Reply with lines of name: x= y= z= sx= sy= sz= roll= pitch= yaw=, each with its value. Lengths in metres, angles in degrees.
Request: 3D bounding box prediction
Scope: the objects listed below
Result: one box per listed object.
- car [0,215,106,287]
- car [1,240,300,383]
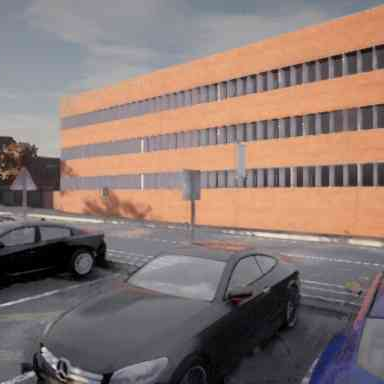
car: x=-4.444 y=1.464 z=8.149 sx=2.097 sy=1.535 sz=5.008 roll=0 pitch=0 yaw=35
car: x=0.161 y=1.516 z=4.875 sx=2.002 sy=1.452 sz=4.674 roll=0 pitch=0 yaw=35
